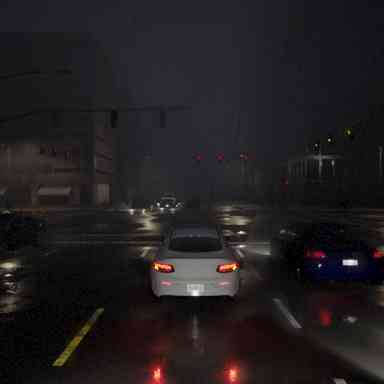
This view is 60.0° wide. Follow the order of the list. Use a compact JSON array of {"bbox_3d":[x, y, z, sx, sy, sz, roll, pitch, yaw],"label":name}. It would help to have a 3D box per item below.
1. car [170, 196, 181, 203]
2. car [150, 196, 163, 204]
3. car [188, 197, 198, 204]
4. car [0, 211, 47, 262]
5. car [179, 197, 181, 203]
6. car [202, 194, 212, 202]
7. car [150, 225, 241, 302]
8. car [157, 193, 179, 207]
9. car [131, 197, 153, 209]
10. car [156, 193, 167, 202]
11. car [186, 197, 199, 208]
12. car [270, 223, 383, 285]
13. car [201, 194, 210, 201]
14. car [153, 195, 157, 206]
[{"bbox_3d":[-3.439,1.553,70.423,1.994,1.385,4.181,0,0,0],"label":"car"},{"bbox_3d":[-6.977,1.564,65.821,1.994,1.385,4.181,0,0,1],"label":"car"},{"bbox_3d":[0.150,1.601,65.342,1.895,1.301,4.718,0,0,0],"label":"car"},{"bbox_3d":[-6.995,1.491,12.111,2.128,1.511,4.902,0,0,-1],"label":"car"},{"bbox_3d":[-3.518,1.478,60.586,1.882,1.535,5.008,0,0,0],"label":"car"},{"bbox_3d":[3.568,1.546,78.429,1.994,1.385,4.181,0,0,0],"label":"car"},{"bbox_3d":[0.077,1.526,8.165,1.812,1.442,4.674,0,0,0],"label":"car"},{"bbox_3d":[-3.543,1.222,50.583,2.150,2.045,5.566,0,0,0],"label":"car"},{"bbox_3d":[-7.082,1.478,46.101,1.882,1.535,5.008,0,0,1],"label":"car"},{"bbox_3d":[-6.934,1.225,76.512,2.150,2.045,5.566,0,0,0],"label":"car"},{"bbox_3d":[0.107,1.478,47.414,1.882,1.535,5.008,0,0,1],"label":"car"},{"bbox_3d":[3.587,1.564,9.531,1.994,1.385,4.181,0,0,0],"label":"car"},{"bbox_3d":[3.576,1.316,86.954,2.097,1.767,4.553,0,0,0],"label":"car"},{"bbox_3d":[-7.038,1.547,55.865,2.033,1.411,5.357,0,0,0],"label":"car"}]
